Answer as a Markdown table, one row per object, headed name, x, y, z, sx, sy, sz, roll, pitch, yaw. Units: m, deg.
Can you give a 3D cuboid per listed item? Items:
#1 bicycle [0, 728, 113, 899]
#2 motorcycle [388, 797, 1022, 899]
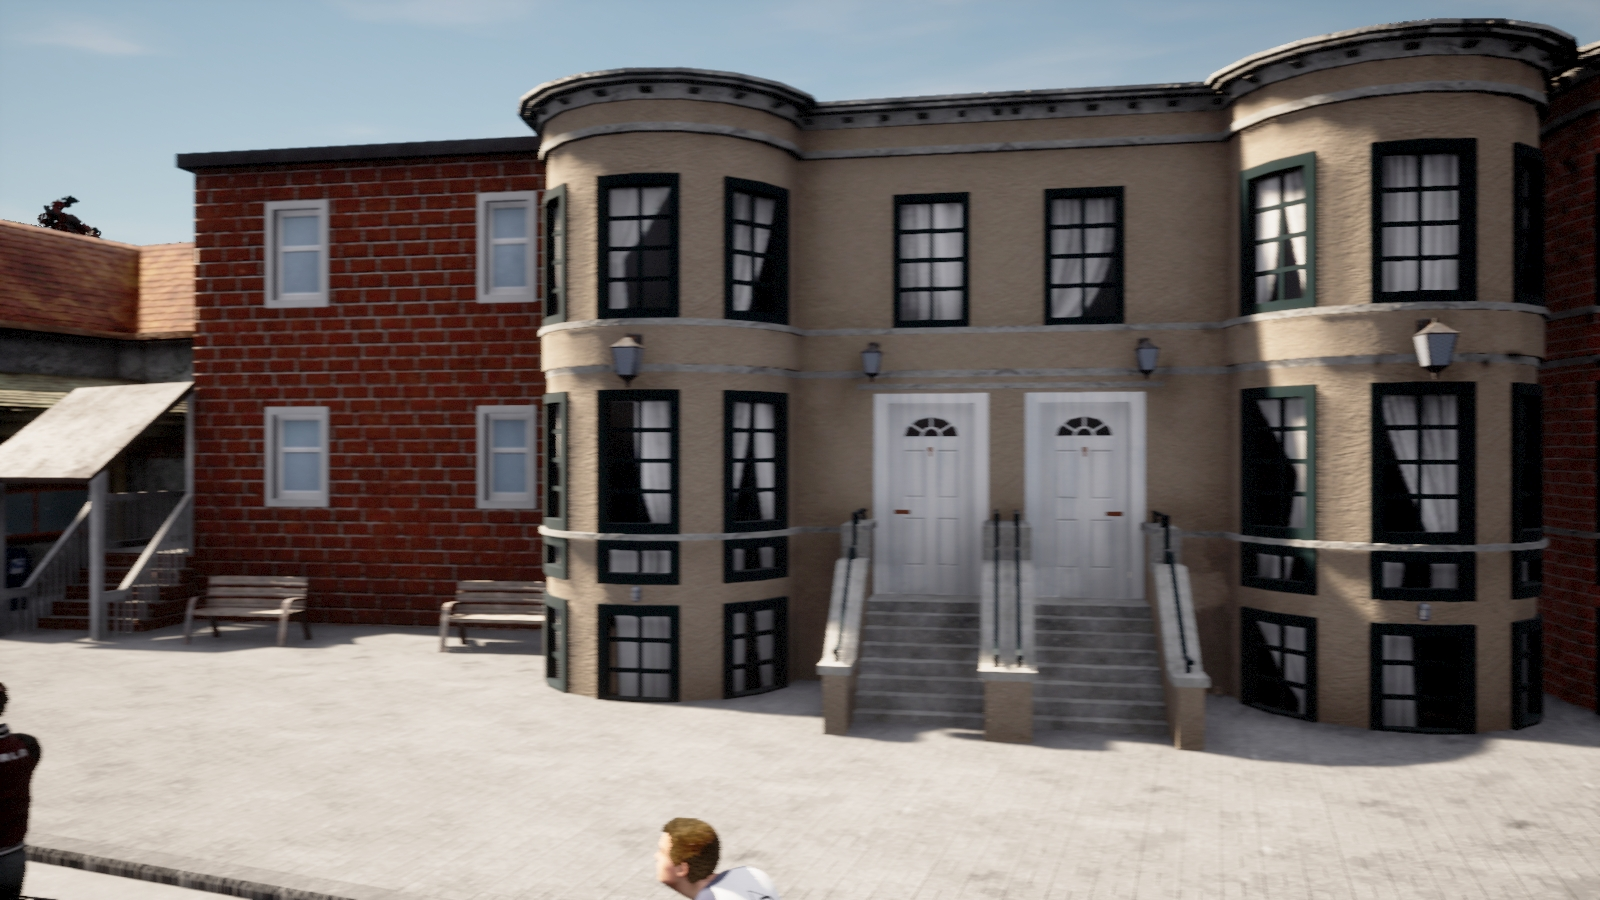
| name | x | y | z | sx | sy | sz | roll | pitch | yaw |
| --- | --- | --- | --- | --- | --- | --- | --- | --- | --- |
| bicycle | -3.998 | 1.940 | 5.279 | 1.835 | 1.271 | 0.329 | 0 | 0 | 20 |
| motorcycle | -0.320 | 1.993 | 3.948 | 2.033 | 1.145 | 0.803 | 0 | 0 | 20 |
